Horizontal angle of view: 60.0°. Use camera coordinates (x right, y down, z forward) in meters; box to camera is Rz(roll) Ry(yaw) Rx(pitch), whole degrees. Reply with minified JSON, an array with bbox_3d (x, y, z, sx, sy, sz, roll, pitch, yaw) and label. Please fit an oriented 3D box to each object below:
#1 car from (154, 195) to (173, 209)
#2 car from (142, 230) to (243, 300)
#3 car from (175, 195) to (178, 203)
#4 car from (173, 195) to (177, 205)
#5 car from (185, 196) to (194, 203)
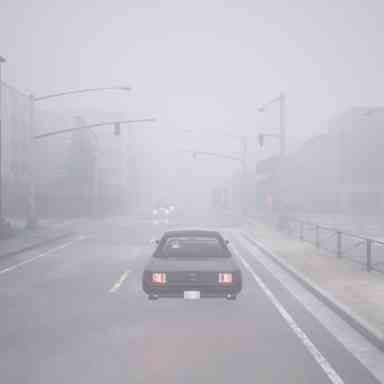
[{"bbox_3d":[-3.903,1.504,44.338,1.837,1.490,4.892,0,0,0],"label":"car"},{"bbox_3d":[0.009,1.601,8.329,1.895,1.301,4.718,0,0,0],"label":"car"},{"bbox_3d":[-3.988,1.352,66.133,2.097,1.767,4.553,0,0,0],"label":"car"},{"bbox_3d":[-3.963,1.601,54.349,1.895,1.301,4.718,0,0,0],"label":"car"},{"bbox_3d":[-0.458,1.491,66.611,2.128,1.511,4.902,0,0,0],"label":"car"}]
